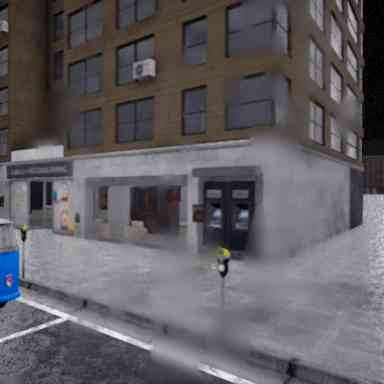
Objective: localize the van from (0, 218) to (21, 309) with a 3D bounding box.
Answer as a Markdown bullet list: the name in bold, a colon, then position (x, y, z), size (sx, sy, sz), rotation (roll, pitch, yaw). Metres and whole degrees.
- **van**: position (-4.985, 1.295, 6.431), size (3.998, 1.788, 1.690), rotation (0, 0, 36)
